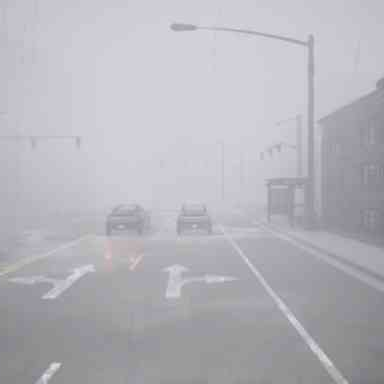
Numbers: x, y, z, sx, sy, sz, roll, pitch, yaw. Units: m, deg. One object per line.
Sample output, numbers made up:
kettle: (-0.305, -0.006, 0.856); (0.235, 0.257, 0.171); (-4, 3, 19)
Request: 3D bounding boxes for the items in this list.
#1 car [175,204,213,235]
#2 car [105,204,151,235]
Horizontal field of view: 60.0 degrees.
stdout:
car: (0.116, 1.422, 18.471); (2.128, 1.511, 4.902); (0, 0, 0)
car: (-3.386, 1.422, 18.235); (2.128, 1.511, 4.902); (0, 0, 0)
